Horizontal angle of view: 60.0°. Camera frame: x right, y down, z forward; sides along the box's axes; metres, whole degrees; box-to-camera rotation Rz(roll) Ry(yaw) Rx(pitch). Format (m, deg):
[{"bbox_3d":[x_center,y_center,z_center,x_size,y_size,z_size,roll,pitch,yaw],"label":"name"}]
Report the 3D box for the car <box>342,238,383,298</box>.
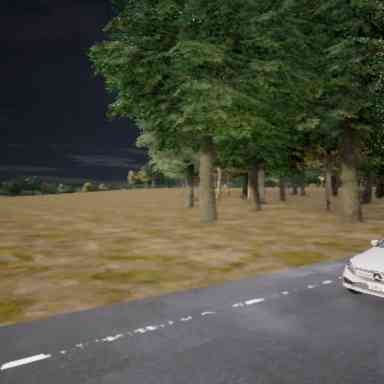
[{"bbox_3d":[5.446,1.579,7.756,4.674,1.442,1.812,0,0,-36],"label":"car"}]
